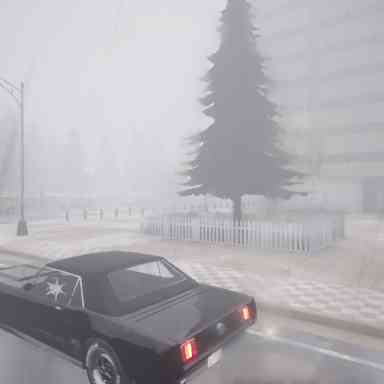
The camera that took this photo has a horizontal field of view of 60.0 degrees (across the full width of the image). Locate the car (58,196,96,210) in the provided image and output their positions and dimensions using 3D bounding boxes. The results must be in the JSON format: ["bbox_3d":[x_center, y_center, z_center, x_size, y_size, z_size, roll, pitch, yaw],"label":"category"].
[{"bbox_3d":[-14.505,1.352,42.068,2.097,1.767,4.553,0,0,36],"label":"car"}]

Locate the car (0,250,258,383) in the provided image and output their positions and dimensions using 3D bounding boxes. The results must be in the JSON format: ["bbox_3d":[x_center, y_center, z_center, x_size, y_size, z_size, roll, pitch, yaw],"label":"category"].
[{"bbox_3d":[-1.538,1.601,5.108,4.718,1.301,1.895,0,0,36],"label":"car"}]

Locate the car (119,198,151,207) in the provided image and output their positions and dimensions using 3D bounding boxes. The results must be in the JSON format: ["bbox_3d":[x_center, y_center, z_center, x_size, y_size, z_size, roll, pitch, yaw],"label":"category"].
[{"bbox_3d":[-8.490,1.547,50.392,2.033,1.411,5.357,0,0,36],"label":"car"}]

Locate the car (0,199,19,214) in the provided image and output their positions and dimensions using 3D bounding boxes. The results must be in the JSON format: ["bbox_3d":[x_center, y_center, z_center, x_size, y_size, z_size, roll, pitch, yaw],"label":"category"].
[{"bbox_3d":[-20.406,1.478,33.896,1.882,1.535,5.008,0,0,36],"label":"car"}]
